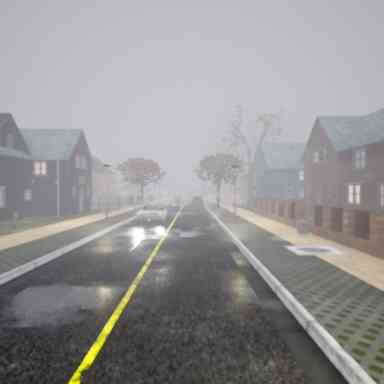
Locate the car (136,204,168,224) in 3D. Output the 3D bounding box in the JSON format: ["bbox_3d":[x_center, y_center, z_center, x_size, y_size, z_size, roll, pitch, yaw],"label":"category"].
[{"bbox_3d":[-2.849,1.542,24.207,1.895,1.301,4.718,0,0,0],"label":"car"}]

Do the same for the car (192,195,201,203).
[{"bbox_3d":[0.822,1.456,68.993,1.837,1.490,4.892,0,0,0],"label":"car"}]

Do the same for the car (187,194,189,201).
[{"bbox_3d":[-0.003,1.195,87.316,2.150,2.045,5.566,0,0,0],"label":"car"}]

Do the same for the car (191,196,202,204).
[{"bbox_3d":[0.823,1.447,62.992,1.837,1.490,4.892,0,0,0],"label":"car"}]

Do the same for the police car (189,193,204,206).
[{"bbox_3d":[0.823,1.355,53.101,1.930,1.638,5.238,0,0,0],"label":"police car"}]

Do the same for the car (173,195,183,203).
[{"bbox_3d":[-2.762,1.472,65.899,1.837,1.490,4.892,0,0,0],"label":"car"}]
